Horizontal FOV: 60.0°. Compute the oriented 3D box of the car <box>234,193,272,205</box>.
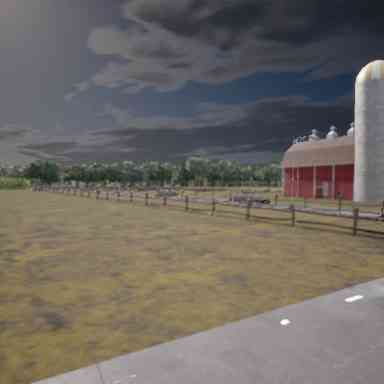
[{"bbox_3d":[7.711,0.854,42.908,2.033,1.411,5.357,0,2,-35],"label":"car"}]

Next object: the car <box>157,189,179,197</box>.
[{"bbox_3d":[-4.387,0.210,60.096,2.033,1.411,5.357,0,2,-35],"label":"car"}]
